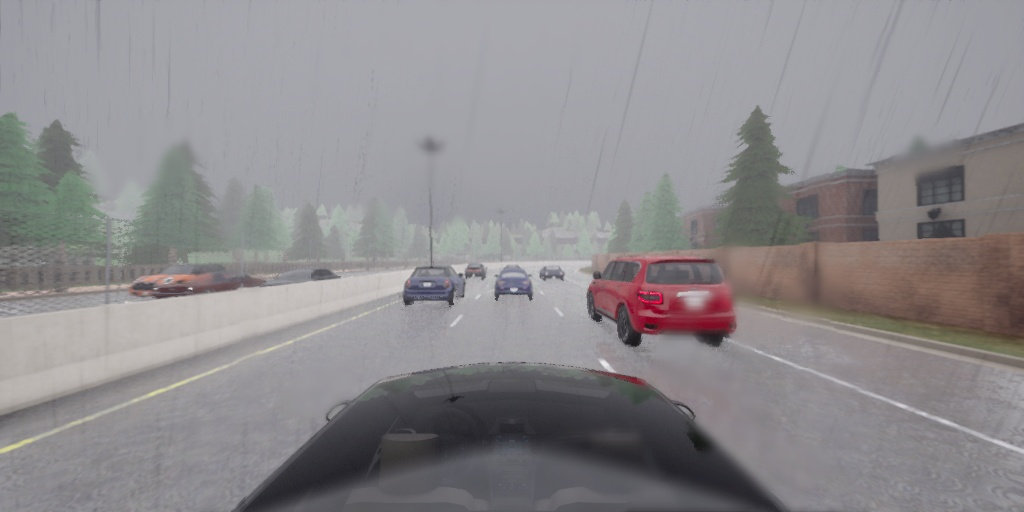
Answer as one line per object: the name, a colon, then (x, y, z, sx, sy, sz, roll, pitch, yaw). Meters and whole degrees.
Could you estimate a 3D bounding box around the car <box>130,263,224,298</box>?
car: (-17.616, 1.219, 19.437, 2.097, 1.767, 4.553, 0, 0, 0)

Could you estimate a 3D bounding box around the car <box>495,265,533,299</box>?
car: (0.069, 1.387, 18.646, 1.812, 1.442, 4.674, 0, 0, 0)

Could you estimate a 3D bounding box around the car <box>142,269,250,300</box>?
car: (-14.114, 1.452, 17.071, 1.895, 1.301, 4.718, 0, 0, 0)

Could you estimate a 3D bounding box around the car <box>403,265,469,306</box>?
car: (-3.413, 1.200, 16.565, 2.097, 1.767, 4.553, 0, 0, 0)

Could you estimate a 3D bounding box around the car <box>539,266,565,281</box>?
car: (3.571, 1.555, 32.886, 1.895, 1.301, 4.718, 0, 0, 0)

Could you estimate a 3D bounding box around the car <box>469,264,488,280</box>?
car: (-3.430, 1.470, 34.469, 1.837, 1.490, 4.892, 0, 0, 0)

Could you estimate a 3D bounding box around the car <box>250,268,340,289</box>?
car: (-10.615, 1.364, 18.362, 1.837, 1.490, 4.892, 0, 0, 0)

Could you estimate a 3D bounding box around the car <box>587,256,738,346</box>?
car: (3.594, 1.024, 9.724, 2.150, 2.045, 5.566, 0, 0, 0)
